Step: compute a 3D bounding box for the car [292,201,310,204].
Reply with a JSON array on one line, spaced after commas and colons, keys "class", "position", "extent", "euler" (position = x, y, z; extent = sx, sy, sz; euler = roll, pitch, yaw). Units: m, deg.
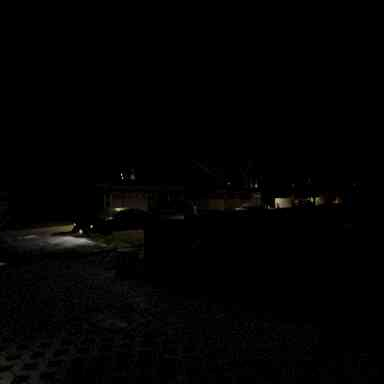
[{"class": "car", "position": [15.273, 1.559, 45.948], "extent": [2.128, 1.511, 4.902], "euler": [0, 0, 36]}]

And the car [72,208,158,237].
[{"class": "car", "position": [-4.142, 1.649, 19.199], "extent": [2.033, 1.411, 5.357], "euler": [0, 0, 36]}]

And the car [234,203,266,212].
[{"class": "car", "position": [5.793, 1.770, 32.962], "extent": [1.994, 1.385, 4.181], "euler": [0, 0, 36]}]
